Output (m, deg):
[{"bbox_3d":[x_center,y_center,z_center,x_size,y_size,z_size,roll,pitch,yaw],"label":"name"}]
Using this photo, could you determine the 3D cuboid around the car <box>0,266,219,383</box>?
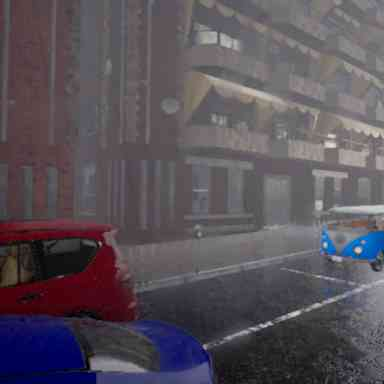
[{"bbox_3d":[-1.823,1.545,1.556,4.674,1.442,1.812,0,0,-38],"label":"car"}]

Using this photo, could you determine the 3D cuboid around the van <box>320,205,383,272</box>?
[{"bbox_3d":[5.720,1.334,10.555,3.998,1.788,1.690,0,1,-37],"label":"van"}]

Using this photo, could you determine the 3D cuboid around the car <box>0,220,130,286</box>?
[{"bbox_3d":[-3.051,1.348,3.819,5.009,1.841,2.192,0,1,-37],"label":"car"}]
